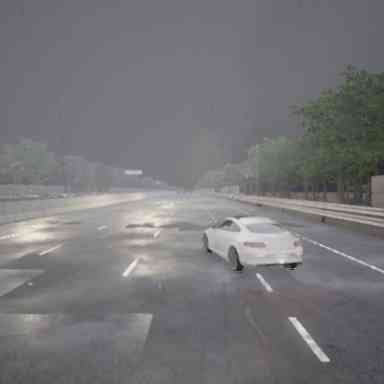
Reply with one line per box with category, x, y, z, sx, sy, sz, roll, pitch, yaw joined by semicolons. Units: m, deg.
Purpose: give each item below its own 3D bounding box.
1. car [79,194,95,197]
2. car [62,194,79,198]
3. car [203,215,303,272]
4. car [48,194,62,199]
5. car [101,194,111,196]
car;-21.349;1.141;69.466;1.895;1.301;4.718;0;0;0
car;-24.849;1.070;69.470;1.812;1.442;4.674;0;0;0
car;1.706;1.464;10.511;1.812;1.442;4.674;0;0;-13
car;-28.349;1.098;69.445;1.994;1.385;4.181;0;0;0
car;-17.850;1.070;69.520;1.812;1.442;4.674;0;0;0
